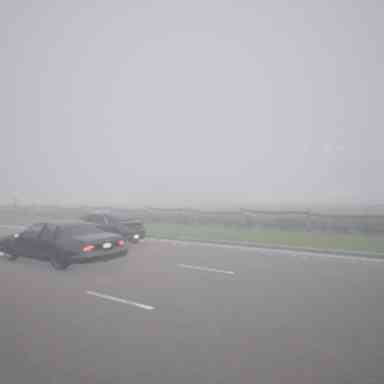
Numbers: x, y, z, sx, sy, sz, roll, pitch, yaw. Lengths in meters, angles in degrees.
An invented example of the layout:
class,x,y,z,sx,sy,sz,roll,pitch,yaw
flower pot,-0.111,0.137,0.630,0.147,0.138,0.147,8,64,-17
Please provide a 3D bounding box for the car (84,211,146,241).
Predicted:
class,x,y,z,sx,sy,sz,roll,pitch,yaw
car,-4.331,1.673,15.610,4.892,1.490,1.837,0,0,36

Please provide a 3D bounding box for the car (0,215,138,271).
class,x,y,z,sx,sy,sz,roll,pitch,yaw
car,-4.583,1.685,11.462,5.357,1.411,2.033,-1,-1,36
